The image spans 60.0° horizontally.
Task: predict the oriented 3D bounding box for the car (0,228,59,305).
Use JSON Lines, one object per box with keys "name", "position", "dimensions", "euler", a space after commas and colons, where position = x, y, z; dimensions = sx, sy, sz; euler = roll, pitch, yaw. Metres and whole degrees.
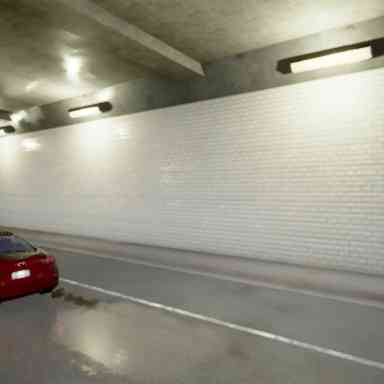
{"name": "car", "position": [-4.882, 1.526, 7.492], "dimensions": [4.181, 1.385, 1.994], "euler": [0, 0, 36]}
